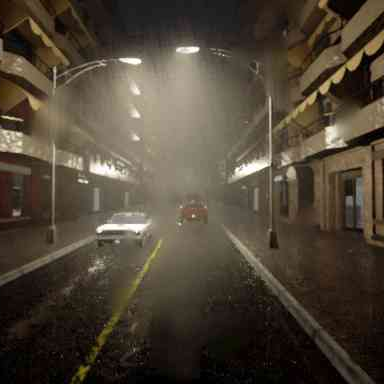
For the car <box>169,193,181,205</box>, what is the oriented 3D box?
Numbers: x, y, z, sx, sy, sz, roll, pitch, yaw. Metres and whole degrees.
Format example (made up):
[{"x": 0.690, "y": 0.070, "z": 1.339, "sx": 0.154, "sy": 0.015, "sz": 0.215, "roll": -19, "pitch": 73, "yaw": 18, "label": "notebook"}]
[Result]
[{"x": -2.739, "y": 1.114, "z": 57.050, "sx": 2.150, "sy": 2.045, "sz": 5.566, "roll": 0, "pitch": 0, "yaw": 0, "label": "car"}]

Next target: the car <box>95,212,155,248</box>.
[{"x": -2.847, "y": 1.605, "z": 14.979, "sx": 1.895, "sy": 1.301, "sz": 4.718, "roll": 0, "pitch": 0, "yaw": 0, "label": "car"}]

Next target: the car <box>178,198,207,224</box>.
[{"x": 0.104, "y": 1.481, "z": 25.115, "sx": 1.882, "sy": 1.535, "sz": 5.008, "roll": 0, "pitch": 0, "yaw": 0, "label": "car"}]

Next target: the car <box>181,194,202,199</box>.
[{"x": 0.107, "y": 1.215, "z": 42.942, "sx": 2.150, "sy": 2.045, "sz": 5.566, "roll": 0, "pitch": 0, "yaw": 0, "label": "car"}]
